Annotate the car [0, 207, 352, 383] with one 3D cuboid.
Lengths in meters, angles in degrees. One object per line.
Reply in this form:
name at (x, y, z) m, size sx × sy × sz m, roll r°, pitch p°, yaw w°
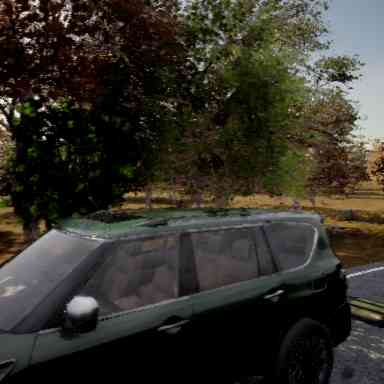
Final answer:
car at (-0.637, 1.221, 3.462) m, size 5.566 × 2.045 × 2.150 m, roll 0°, pitch 0°, yaw -34°
